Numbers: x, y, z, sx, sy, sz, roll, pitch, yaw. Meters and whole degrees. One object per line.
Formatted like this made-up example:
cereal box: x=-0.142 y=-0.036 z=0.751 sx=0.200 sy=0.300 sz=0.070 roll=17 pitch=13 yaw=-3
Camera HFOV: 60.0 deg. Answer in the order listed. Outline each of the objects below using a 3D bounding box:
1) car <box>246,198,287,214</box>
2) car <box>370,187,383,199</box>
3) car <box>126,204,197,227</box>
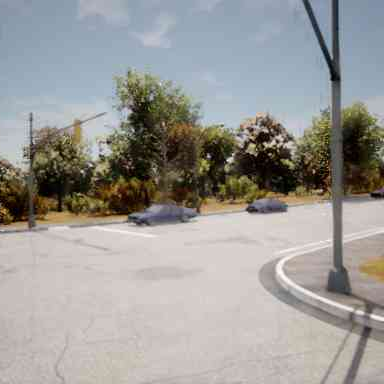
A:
car: x=7.016 y=1.276 z=31.298 sx=4.181 sy=1.385 sz=1.994 roll=-3 pitch=1 yaw=-35
car: x=24.982 y=0.046 z=42.150 sx=5.357 sy=1.411 sz=2.033 roll=-4 pitch=1 yaw=-26
car: x=-2.069 y=1.600 z=24.095 sx=5.357 sy=1.411 sz=2.033 roll=-1 pitch=0 yaw=-41
